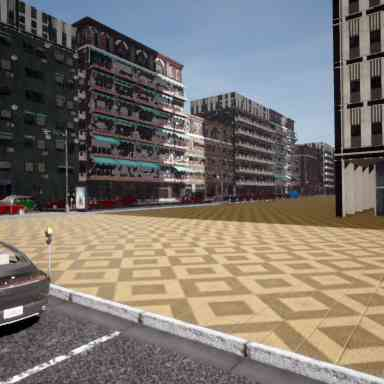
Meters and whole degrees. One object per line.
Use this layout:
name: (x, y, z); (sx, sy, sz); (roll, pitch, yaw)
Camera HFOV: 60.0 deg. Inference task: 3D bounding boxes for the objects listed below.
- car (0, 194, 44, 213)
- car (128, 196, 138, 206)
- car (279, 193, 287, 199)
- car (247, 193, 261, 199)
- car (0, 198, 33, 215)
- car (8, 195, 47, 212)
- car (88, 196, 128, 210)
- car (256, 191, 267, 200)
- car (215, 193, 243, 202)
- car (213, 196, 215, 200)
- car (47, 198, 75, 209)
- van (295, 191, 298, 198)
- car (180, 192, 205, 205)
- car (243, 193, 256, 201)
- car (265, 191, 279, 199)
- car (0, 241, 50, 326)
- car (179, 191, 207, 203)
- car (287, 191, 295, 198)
car: (-19.644, 1.228, 37.399); (2.192, 1.841, 5.009); (-1, 0, 36)
car: (-9.673, 1.298, 46.703); (1.812, 1.442, 4.674); (-1, 0, 36)
car: (19.670, 0.938, 77.147); (2.008, 1.369, 4.403); (-1, 0, 36)
car: (16.152, 1.040, 86.550); (1.947, 1.339, 4.313); (-1, 0, 36)
car: (-16.122, 1.413, 27.996); (1.802, 1.307, 4.206); (-1, 0, 36)
car: (-18.272, 1.235, 34.894); (2.097, 1.767, 4.553); (-1, 0, 36)
car: (-9.616, 1.186, 36.933); (1.967, 1.590, 4.097); (-1, 0, 36)
car: (13.163, 1.046, 68.210); (1.802, 1.307, 4.206); (-1, 0, 36)
car: (6.655, 1.093, 59.274); (2.008, 1.369, 4.403); (-1, 0, 36)
car: (6.388, 1.028, 73.144); (1.967, 1.590, 4.097); (-1, 0, 36)
car: (-16.388, 1.415, 41.868); (1.887, 1.381, 4.507); (-1, 0, 36)
van: (26.176, 0.654, 86.084); (1.690, 1.788, 3.998); (-1, 0, 36)
car: (0.146, 1.062, 50.338); (1.967, 1.590, 4.097); (-1, 0, 36)
car: (9.909, 1.048, 63.742); (1.887, 1.381, 4.507); (-1, 0, 36)
car: (16.414, 0.740, 72.679); (2.192, 1.841, 5.009); (-1, 0, 36)
car: (-4.419, 1.553, 6.221); (4.403, 1.369, 2.008); (0, -1, 36)
car: (0.173, 0.950, 60.057); (2.150, 2.045, 5.566); (-1, 0, 36)
car: (22.925, 0.931, 81.616); (1.802, 1.307, 4.206); (-1, 0, 36)
